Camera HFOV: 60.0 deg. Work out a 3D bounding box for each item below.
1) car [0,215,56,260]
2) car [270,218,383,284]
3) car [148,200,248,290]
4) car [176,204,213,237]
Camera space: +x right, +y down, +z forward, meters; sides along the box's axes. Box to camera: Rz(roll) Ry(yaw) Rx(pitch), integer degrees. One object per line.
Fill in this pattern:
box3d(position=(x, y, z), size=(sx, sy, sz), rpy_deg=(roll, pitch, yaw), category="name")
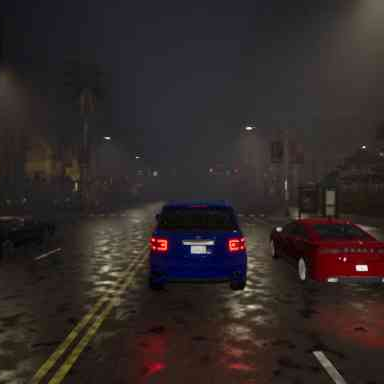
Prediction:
box3d(position=(-7.030, 1.601, 12.650), size=(1.895, 1.301, 4.718), rpy_deg=(0, 0, 1), category="car")
box3d(position=(3.630, 1.478, 9.597), size=(1.882, 1.535, 5.008), rpy_deg=(0, 0, 0), category="car")
box3d(position=(0.119, 1.221, 9.182), size=(2.150, 2.045, 5.566), rpy_deg=(0, 0, 0), category="car")
box3d(position=(0.141, 1.505, 19.044), size=(1.837, 1.490, 4.892), rpy_deg=(0, 0, 0), category="car")
